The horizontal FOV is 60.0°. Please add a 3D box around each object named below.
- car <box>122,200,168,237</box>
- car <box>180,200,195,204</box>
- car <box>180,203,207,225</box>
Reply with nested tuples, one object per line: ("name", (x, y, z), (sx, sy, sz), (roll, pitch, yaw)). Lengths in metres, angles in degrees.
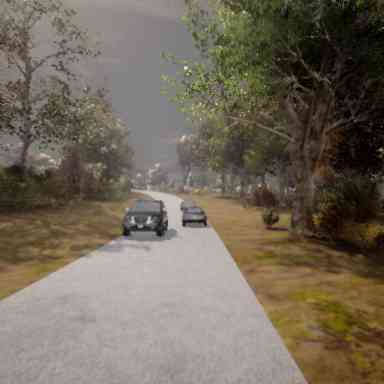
("car", (-2.645, 1.481, 20.034), (2.150, 2.045, 5.566), (0, -1, 1))
("car", (-0.530, 1.716, 42.896), (1.994, 1.385, 4.181), (0, 2, -3))
("car", (0.168, 1.876, 26.924), (1.994, 1.385, 4.181), (0, 0, -1))
